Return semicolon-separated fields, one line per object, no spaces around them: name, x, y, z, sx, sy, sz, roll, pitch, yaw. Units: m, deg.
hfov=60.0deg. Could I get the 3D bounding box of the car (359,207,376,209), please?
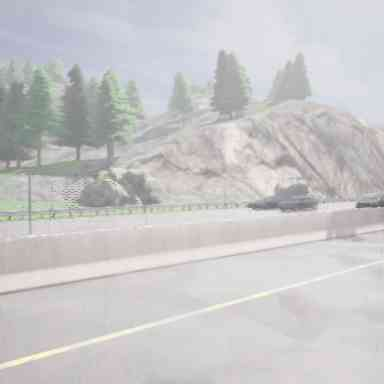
car;19.392;1.076;34.974;5.357;1.411;2.033;-1;1;-35
